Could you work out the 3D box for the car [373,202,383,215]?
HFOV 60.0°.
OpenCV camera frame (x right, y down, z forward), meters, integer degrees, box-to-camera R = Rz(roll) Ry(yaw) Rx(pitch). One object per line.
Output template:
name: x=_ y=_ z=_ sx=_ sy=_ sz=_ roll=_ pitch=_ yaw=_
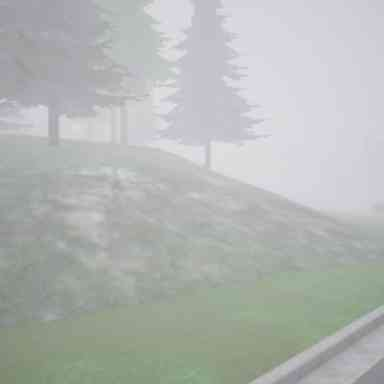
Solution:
car: x=19.039 y=1.479 z=31.365 sx=1.882 sy=1.535 sz=5.008 roll=1 pitch=0 yaw=1
